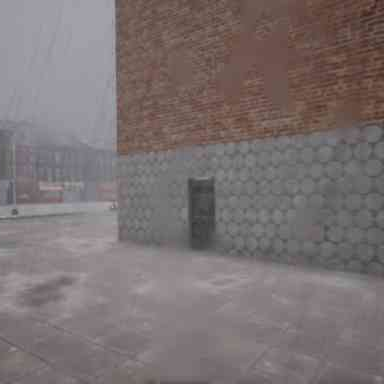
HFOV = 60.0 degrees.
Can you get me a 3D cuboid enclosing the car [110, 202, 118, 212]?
[{"bbox_3d":[-6.125,1.227,33.613,1.812,1.442,4.674,-1,0,35],"label":"car"}]
